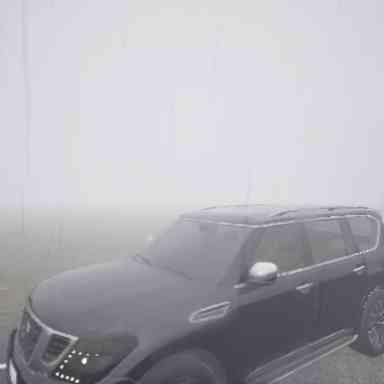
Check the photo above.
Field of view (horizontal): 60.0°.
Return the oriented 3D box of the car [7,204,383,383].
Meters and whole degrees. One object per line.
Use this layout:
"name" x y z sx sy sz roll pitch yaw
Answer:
"car" 0.701 1.221 4.490 5.566 2.045 2.150 0 0 -35
